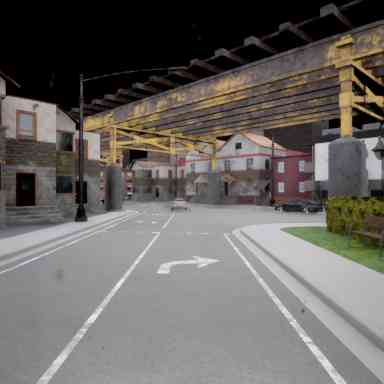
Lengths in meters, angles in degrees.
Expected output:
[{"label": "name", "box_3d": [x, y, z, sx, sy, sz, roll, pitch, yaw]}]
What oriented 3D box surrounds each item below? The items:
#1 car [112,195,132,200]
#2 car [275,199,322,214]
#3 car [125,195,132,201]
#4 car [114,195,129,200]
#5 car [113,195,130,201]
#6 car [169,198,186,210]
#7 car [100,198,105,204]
[{"label": "car", "box_3d": [-16.904, 1.295, 80.091, 4.536, 1.218, 1.853, 0, 0, -15]}, {"label": "car", "box_3d": [10.981, 1.506, 34.661, 1.837, 1.490, 4.892, 0, 0, -45]}, {"label": "car", "box_3d": [-16.954, 1.452, 80.078, 4.974, 1.542, 2.038, 0, 0, -15]}, {"label": "car", "box_3d": [-17.624, 1.295, 83.796, 1.853, 1.218, 4.536, 0, 0, 15]}, {"label": "car", "box_3d": [-17.637, 1.452, 83.746, 2.038, 1.542, 4.974, 0, 0, 15]}, {"label": "car", "box_3d": [-1.848, 1.525, 43.599, 1.812, 1.442, 4.674, 0, 0, -8]}, {"label": "car", "box_3d": [-14.974, 1.477, 60.850, 1.882, 1.535, 5.008, 0, 0, -45]}]
